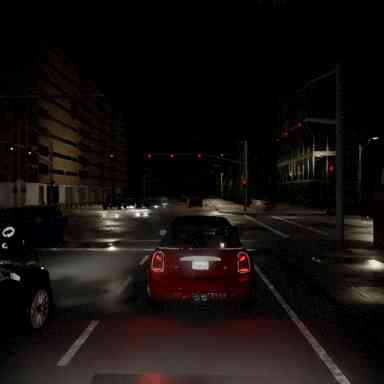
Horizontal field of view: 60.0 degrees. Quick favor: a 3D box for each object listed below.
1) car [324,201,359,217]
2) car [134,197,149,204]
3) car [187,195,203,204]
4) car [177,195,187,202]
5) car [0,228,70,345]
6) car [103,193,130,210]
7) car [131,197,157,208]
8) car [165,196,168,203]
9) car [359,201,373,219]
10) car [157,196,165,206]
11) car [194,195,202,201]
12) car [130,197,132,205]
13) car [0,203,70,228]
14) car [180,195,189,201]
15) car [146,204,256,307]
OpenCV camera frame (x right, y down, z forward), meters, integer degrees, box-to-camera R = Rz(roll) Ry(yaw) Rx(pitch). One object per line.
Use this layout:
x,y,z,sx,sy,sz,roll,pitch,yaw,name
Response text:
14.517,1.547,30.067,4.902,1.511,2.128,0,0,1,car
-9.595,1.601,63.572,1.895,1.301,4.718,0,0,2,car
0.658,1.477,51.024,1.882,1.535,5.008,0,0,2,car
-2.227,1.524,73.903,2.128,1.511,4.902,0,0,2,car
-3.394,1.492,3.933,2.128,1.511,4.902,0,0,1,car
-10.149,1.221,44.159,2.150,2.045,5.566,0,0,1,car
-6.593,1.491,46.582,2.128,1.511,4.902,0,0,1,car
-5.966,1.526,66.863,1.812,1.442,4.674,0,0,2,car
16.703,1.603,26.519,5.357,1.411,2.033,0,0,1,car
-6.332,1.547,56.590,2.033,1.411,5.357,0,0,2,car
1.576,1.478,84.035,1.882,1.535,5.008,0,0,2,car
-9.927,1.564,53.572,1.994,1.385,4.181,0,0,2,car
-6.769,1.353,13.243,2.097,1.767,4.553,0,0,7,car
-1.927,1.540,83.989,2.033,1.411,5.357,0,0,2,car
0.223,1.352,8.161,2.097,1.767,4.553,0,0,2,car
